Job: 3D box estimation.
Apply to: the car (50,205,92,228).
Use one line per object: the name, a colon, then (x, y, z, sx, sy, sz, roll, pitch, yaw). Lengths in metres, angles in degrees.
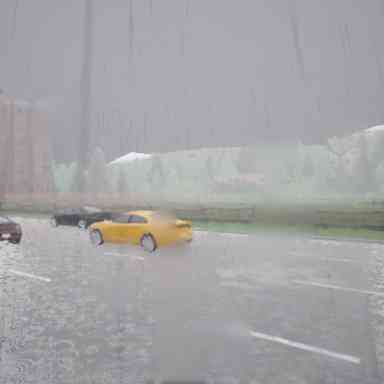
car: (-7.467, 1.624, 22.223, 5.008, 1.535, 1.882, 0, 0, 36)

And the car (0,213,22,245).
car: (-9.506, 1.653, 15.079, 4.674, 1.442, 1.812, 0, 0, 36)

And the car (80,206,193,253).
car: (-2.307, 1.555, 14.239, 5.008, 1.535, 1.882, 0, 0, 36)
